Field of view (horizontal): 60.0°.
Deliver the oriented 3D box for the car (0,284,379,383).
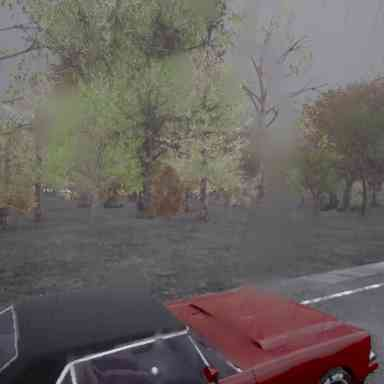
[{"bbox_3d":[-0.493,1.600,3.013,4.718,1.301,1.895,0,0,-30],"label":"car"}]
